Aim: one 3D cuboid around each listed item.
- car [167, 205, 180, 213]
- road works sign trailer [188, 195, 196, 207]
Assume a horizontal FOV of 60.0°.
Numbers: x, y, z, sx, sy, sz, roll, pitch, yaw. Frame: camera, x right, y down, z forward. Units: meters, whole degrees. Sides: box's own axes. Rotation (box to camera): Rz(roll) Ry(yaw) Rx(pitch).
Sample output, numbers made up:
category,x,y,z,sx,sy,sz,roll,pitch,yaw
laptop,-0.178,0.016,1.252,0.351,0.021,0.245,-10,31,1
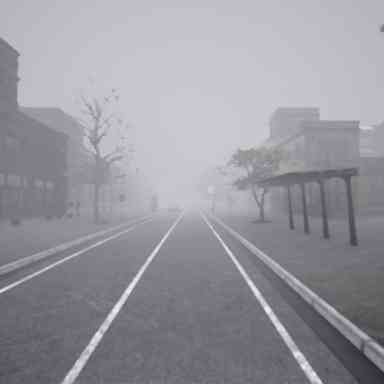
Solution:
category,x,y,z,sx,sy,sz,roll,pitch,yaw
car,-3.054,2.856,56.902,1.994,1.385,4.181,0,-1,0
road works sign trailer,0.024,2.438,92.730,2.380,3.560,2.880,0,-1,0
